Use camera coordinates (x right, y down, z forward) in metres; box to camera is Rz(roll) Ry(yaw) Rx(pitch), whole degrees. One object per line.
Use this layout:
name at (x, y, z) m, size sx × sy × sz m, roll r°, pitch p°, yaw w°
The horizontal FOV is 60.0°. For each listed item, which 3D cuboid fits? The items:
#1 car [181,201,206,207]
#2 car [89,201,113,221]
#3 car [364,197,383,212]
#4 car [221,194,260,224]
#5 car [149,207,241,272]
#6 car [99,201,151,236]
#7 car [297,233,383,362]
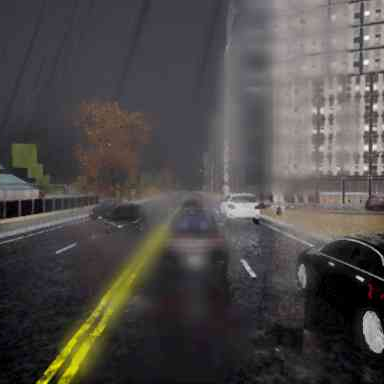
car at (0.088, 1.411, 25.874) m, size 1.812 × 1.442 × 4.674 m, roll 0°, pitch 0°, yaw 0°
car at (-6.585, 1.431, 26.533) m, size 2.033 × 1.411 × 5.357 m, roll 0°, pitch 0°, yaw 0°
car at (23.008, 1.482, 39.005) m, size 5.009 × 1.841 × 2.192 m, roll 1°, pitch 2°, yaw 20°
car at (3.333, 1.117, 23.641) m, size 2.150 × 2.045 × 5.566 m, roll 0°, pitch 0°, yaw 0°
car at (0.087, 1.443, 10.540) m, size 2.128 × 1.511 × 4.902 m, roll 0°, pitch 0°, yaw 0°
car at (-3.350, 1.424, 18.062) m, size 1.837 × 1.490 × 4.892 m, roll 0°, pitch 0°, yaw 0°
car at (3.324, 1.479, 5.811) m, size 1.837 × 1.490 × 4.892 m, roll 0°, pitch 1°, yaw 0°
